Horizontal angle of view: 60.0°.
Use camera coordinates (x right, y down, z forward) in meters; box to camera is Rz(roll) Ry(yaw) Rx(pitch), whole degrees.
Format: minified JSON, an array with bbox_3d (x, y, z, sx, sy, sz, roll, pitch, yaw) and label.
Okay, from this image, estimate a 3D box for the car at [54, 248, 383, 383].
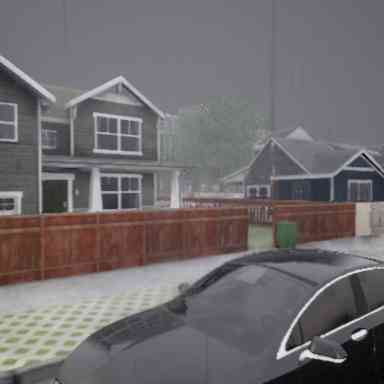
[{"bbox_3d":[1.053,1.496,3.740,4.892,1.490,1.837,0,0,-35],"label":"car"}]
